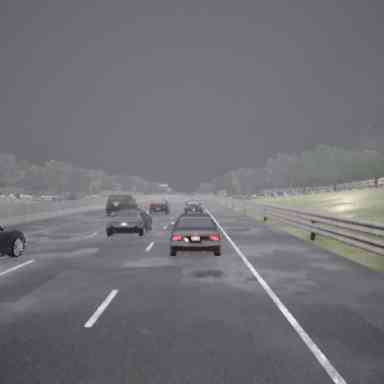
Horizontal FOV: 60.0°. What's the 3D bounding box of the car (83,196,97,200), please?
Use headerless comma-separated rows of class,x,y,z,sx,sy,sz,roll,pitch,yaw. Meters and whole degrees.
car,-17.424,1.549,57.107,1.837,1.490,4.892,0,0,1

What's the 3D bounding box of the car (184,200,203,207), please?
car,0.170,1.544,34.641,1.812,1.442,4.674,0,0,0

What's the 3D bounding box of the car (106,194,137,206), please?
car,-6.835,1.238,32.658,2.150,2.045,5.566,0,0,0

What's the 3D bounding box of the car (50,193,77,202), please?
car,-20.931,1.263,55.184,2.150,2.045,5.566,0,0,1

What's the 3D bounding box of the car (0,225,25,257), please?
car,-6.889,1.510,9.992,1.837,1.490,4.892,0,0,0

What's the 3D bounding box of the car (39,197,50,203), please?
car,-24.413,1.570,57.106,1.812,1.442,4.674,0,0,1

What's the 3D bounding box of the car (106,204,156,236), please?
car,-3.368,1.573,18.502,1.994,1.385,4.181,0,0,0

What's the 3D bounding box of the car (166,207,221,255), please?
car,0.120,1.554,13.278,2.033,1.411,5.357,0,0,0

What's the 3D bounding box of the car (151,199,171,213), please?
car,-3.329,1.496,35.260,1.882,1.535,5.008,0,0,0
